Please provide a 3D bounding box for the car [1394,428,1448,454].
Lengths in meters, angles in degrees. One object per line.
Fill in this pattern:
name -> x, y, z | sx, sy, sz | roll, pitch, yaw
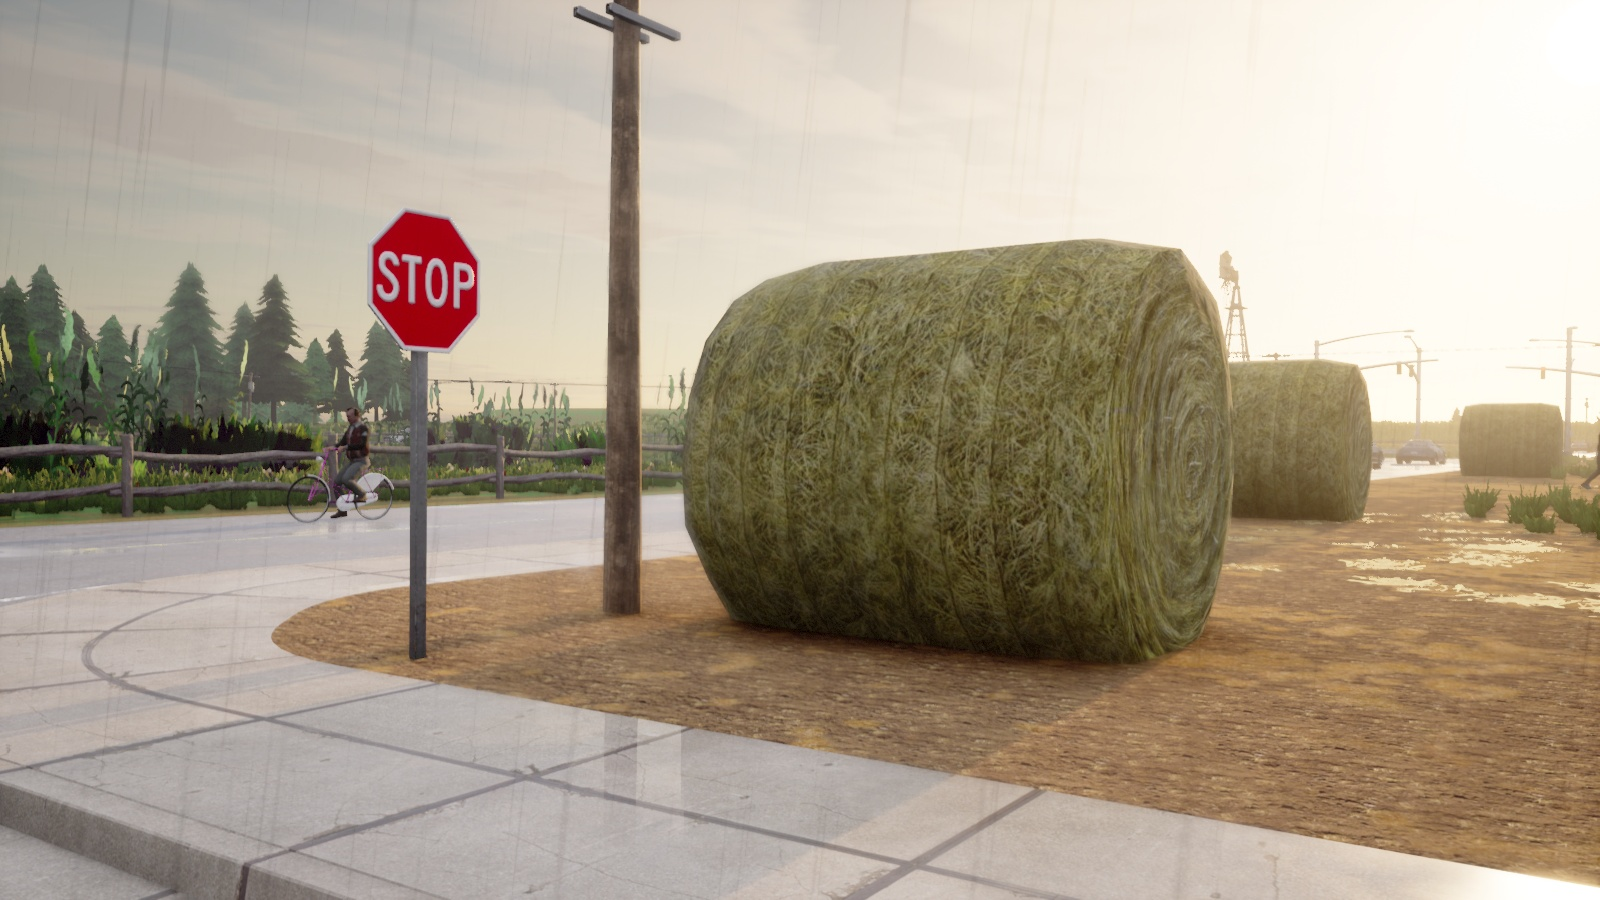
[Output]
car -> 34.362, -0.504, 69.449 | 1.994, 1.385, 4.181 | 0, 1, 36

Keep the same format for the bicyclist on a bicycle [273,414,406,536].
bicyclist on a bicycle -> -7.020, 0.358, 19.217 | 0.659, 1.776, 1.843 | 0, 0, 36

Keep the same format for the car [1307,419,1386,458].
car -> 24.384, -0.515, 55.918 | 2.152, 1.651, 5.027 | 0, 1, 36

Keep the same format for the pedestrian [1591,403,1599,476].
pedestrian -> 20.461, -0.274, 31.837 | 0.353, 1.847, 0.614 | -1, 1, -44
